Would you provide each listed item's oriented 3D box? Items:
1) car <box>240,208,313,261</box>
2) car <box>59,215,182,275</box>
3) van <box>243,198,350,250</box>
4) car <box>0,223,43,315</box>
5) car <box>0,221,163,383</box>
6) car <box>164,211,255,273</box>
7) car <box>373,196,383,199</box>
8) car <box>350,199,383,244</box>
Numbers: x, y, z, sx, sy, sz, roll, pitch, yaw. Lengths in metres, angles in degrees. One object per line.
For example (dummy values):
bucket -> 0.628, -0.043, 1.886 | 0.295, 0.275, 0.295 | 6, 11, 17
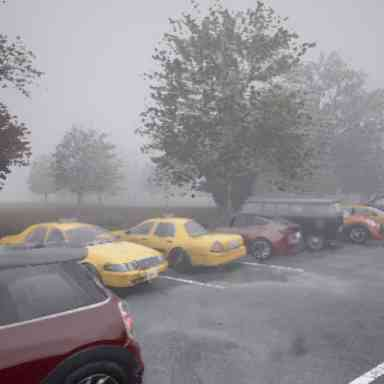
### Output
car -> 1.599, 1.502, 12.298 | 4.792, 1.488, 2.163 | -1, 0, 35
car -> -3.076, 1.477, 8.766 | 5.366, 1.575, 1.946 | -1, -1, 35
van -> 3.948, 1.241, 14.050 | 4.442, 1.987, 1.878 | -1, 0, 35
car -> -5.657, 1.485, 7.156 | 4.892, 1.521, 2.231 | -1, -1, 34
car -> -2.775, 1.351, 2.794 | 4.553, 1.767, 2.097 | 0, 0, -36
car -> -0.954, 1.477, 10.687 | 5.366, 1.575, 1.946 | -1, 0, 35
car -> 11.286, 1.183, 19.116 | 5.566, 2.045, 2.435 | -1, 0, 35
car -> 6.446, 1.331, 15.711 | 4.553, 1.767, 2.185 | -1, -1, 35
